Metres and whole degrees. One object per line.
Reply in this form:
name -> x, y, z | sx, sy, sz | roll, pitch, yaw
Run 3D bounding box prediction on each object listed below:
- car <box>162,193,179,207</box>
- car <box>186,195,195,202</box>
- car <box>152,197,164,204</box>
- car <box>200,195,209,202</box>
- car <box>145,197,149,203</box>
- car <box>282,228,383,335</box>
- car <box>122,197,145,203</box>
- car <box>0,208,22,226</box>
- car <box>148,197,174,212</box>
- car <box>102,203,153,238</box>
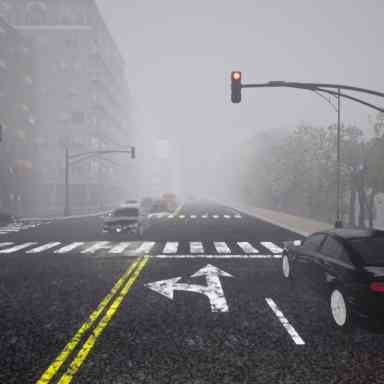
car -> -3.550, 1.227, 50.662 | 2.150, 2.045, 5.566 | 0, 1, 0
car -> -0.317, 1.387, 78.432 | 2.097, 1.767, 4.553 | 0, 0, 0
car -> -6.782, 1.623, 67.261 | 1.895, 1.301, 4.718 | 0, 0, 0
car -> 2.934, 1.558, 78.585 | 2.128, 1.511, 4.902 | 0, 0, 0
car -> -6.802, 1.489, 51.440 | 1.882, 1.535, 5.008 | 0, 0, 0
car -> 3.326, 1.477, 6.891 | 1.882, 1.535, 5.008 | 0, 0, 0
car -> -6.749, 1.531, 37.199 | 1.812, 1.442, 4.674 | 0, 0, 0
car -> -14.687, 1.767, 23.256 | 4.718, 1.301, 1.895 | -1, 0, -6
car -> -3.493, 1.568, 37.826 | 1.994, 1.385, 4.181 | 0, 0, 1
car -> -3.433, 1.545, 17.908 | 1.837, 1.490, 4.892 | -1, 0, 0
